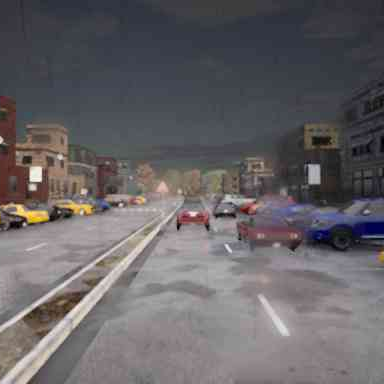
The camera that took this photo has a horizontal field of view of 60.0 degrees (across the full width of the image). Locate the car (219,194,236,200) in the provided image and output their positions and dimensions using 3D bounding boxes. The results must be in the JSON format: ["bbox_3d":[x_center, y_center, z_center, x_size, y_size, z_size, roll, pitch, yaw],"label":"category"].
[{"bbox_3d":[7.573,1.475,52.630,5.566,2.045,2.435,0,0,0],"label":"car"}]

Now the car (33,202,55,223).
[{"bbox_3d":[-12.863,1.560,23.206,5.366,1.575,1.946,0,0,0],"label":"car"}]

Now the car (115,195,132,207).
[{"bbox_3d":[-12.682,1.694,53.772,4.892,1.521,2.231,0,0,0],"label":"car"}]

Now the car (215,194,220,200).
[{"bbox_3d":[7.557,1.501,60.905,5.566,2.045,2.435,0,0,0],"label":"car"}]

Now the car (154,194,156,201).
[{"bbox_3d":[-12.720,1.822,87.122,4.892,1.521,2.231,0,0,0],"label":"car"}]

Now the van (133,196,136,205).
[{"bbox_3d":[-12.811,1.487,59.331,4.442,1.987,1.878,0,0,0],"label":"van"}]

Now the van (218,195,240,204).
[{"bbox_3d":[7.629,1.548,69.178,4.442,1.987,1.878,0,0,0],"label":"van"}]

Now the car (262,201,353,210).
[{"bbox_3d":[7.597,1.569,22.294,5.008,1.535,2.097,0,0,0],"label":"car"}]

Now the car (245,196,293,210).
[{"bbox_3d":[7.556,1.494,30.568,4.553,1.767,2.185,0,0,0],"label":"car"}]

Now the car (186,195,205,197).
[{"bbox_3d":[0.024,1.419,40.405,2.150,2.045,5.566,0,0,-1],"label":"car"}]

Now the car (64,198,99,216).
[{"bbox_3d":[-12.671,1.614,34.315,5.008,1.535,2.097,0,0,0],"label":"car"}]

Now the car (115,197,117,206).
[{"bbox_3d":[-12.646,1.680,42.654,4.792,1.488,2.163,0,0,0],"label":"car"}]

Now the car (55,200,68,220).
[{"bbox_3d":[-12.701,1.605,25.984,4.792,1.488,2.163,0,0,0],"label":"car"}]

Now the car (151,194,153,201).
[{"bbox_3d":[-12.689,1.668,81.565,4.553,1.767,2.185,0,0,0],"label":"car"}]

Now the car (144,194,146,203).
[{"bbox_3d":[-12.739,1.624,70.448,4.553,1.767,2.185,0,0,0],"label":"car"}]

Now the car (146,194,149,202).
[{"bbox_3d":[-12.706,1.759,73.229,5.008,1.535,2.097,0,0,0],"label":"car"}]

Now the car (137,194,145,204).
[{"bbox_3d":[-12.516,1.729,64.890,5.366,1.575,1.946,0,0,0],"label":"car"}]

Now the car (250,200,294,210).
[{"bbox_3d":[7.589,1.643,27.939,4.674,1.452,2.002,0,0,0],"label":"car"}]

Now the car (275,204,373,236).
[{"bbox_3d":[7.611,1.594,19.537,4.674,1.452,2.002,0,0,0],"label":"car"}]

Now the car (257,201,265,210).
[{"bbox_3d":[7.595,1.626,25.051,4.674,1.452,2.002,0,0,0],"label":"car"}]

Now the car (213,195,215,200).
[{"bbox_3d":[7.505,1.823,71.934,4.674,1.452,2.002,0,0,0],"label":"car"}]

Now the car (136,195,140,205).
[{"bbox_3d":[-12.700,1.763,62.110,4.674,1.452,2.002,0,0,0],"label":"car"}]

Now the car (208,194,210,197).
[{"bbox_3d":[7.509,1.585,85.722,5.566,2.045,2.435,0,0,0],"label":"car"}]

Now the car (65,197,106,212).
[{"bbox_3d":[-12.663,1.627,37.094,4.892,1.521,2.231,0,0,0],"label":"car"}]

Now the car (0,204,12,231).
[{"bbox_3d":[-12.659,1.568,17.648,4.792,1.488,2.163,0,0,0],"label":"car"}]

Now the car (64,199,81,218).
[{"bbox_3d":[-12.672,1.588,28.639,5.008,1.535,2.097,0,0,0],"label":"car"}]

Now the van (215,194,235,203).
[{"bbox_3d":[7.614,1.575,77.451,4.442,1.987,1.878,0,0,0],"label":"van"}]

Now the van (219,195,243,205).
[{"bbox_3d":[7.407,1.534,63.662,4.442,1.987,1.878,0,0,0],"label":"van"}]

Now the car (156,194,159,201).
[{"bbox_3d":[-12.704,1.602,92.682,5.566,2.045,2.435,0,0,0],"label":"car"}]

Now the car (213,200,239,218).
[{"bbox_3d":[3.044,1.712,32.068,1.994,1.385,4.181,0,0,0],"label":"car"}]

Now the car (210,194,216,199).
[{"bbox_3d":[7.317,1.789,74.691,5.366,1.575,1.946,0,0,0],"label":"car"}]

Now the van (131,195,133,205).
[{"bbox_3d":[-12.808,1.477,56.552,4.442,1.987,1.878,0,0,0],"label":"van"}]

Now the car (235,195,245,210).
[{"bbox_3d":[7.553,1.384,33.326,5.566,2.045,2.435,0,0,0],"label":"car"}]

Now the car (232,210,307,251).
[{"bbox_3d":[3.078,1.649,14.304,1.895,1.301,4.718,0,0,0],"label":"car"}]

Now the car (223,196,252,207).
[{"bbox_3d":[7.570,1.609,55.265,4.553,1.767,2.185,0,0,0],"label":"car"}]

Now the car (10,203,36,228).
[{"bbox_3d":[-12.653,1.580,20.426,4.792,1.488,2.163,0,0,0],"label":"car"}]

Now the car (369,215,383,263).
[{"bbox_3d":[7.815,1.501,8.511,5.366,1.575,1.946,0,0,0],"label":"car"}]

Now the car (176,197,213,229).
[{"bbox_3d":[0.063,1.441,22.466,2.097,1.767,4.553,0,0,0],"label":"car"}]

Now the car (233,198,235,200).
[{"bbox_3d":[7.542,1.695,38.841,4.792,1.488,2.163,0,0,0],"label":"car"}]

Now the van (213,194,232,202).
[{"bbox_3d":[7.603,1.598,82.964,4.442,1.987,1.878,0,0,0],"label":"van"}]

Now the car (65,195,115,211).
[{"bbox_3d":[-12.644,1.387,39.875,5.566,2.045,2.435,0,0,0],"label":"car"}]
